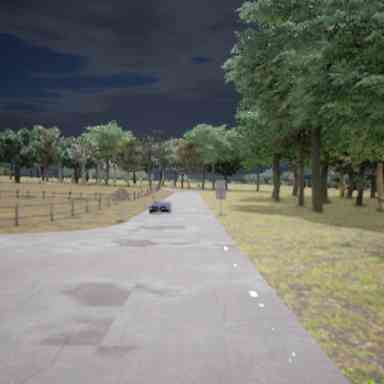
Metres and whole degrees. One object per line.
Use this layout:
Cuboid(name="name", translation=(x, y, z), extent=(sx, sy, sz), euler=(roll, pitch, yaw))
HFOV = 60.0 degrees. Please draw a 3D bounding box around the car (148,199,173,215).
Cuboid(name="car", translation=(-2.810, 1.305, 30.368), extent=(1.895, 1.301, 4.718), euler=(0, 1, 0))
